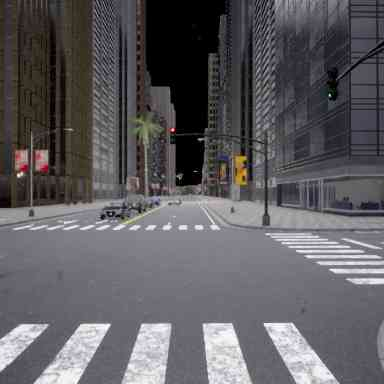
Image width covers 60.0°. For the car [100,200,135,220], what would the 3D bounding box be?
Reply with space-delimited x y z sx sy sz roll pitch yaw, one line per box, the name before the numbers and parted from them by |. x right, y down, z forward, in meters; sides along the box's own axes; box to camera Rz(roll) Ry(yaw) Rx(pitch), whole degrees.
car | -6.631 1.628 29.128 1.994 1.385 4.181 0 0 0

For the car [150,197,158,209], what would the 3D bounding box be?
car | -6.645 1.483 48.380 2.097 1.767 4.553 0 0 0

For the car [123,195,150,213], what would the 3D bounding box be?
car | -6.642 1.314 38.452 2.150 2.045 5.566 0 0 0

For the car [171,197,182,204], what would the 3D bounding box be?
car | -3.228 1.789 69.693 1.994 1.385 4.181 0 0 0

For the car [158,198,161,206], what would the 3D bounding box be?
car | -6.613 1.653 58.520 1.882 1.535 5.008 0 0 0

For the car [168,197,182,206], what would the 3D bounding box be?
car | -3.218 1.782 59.798 1.895 1.301 4.718 0 0 0
